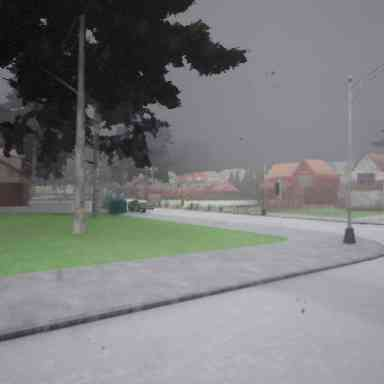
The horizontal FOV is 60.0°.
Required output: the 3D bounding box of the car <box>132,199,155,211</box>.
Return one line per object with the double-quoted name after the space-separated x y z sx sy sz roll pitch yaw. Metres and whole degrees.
-6.595 1.707 43.116 1.812 1.442 4.674 1 0 -36 "car"
